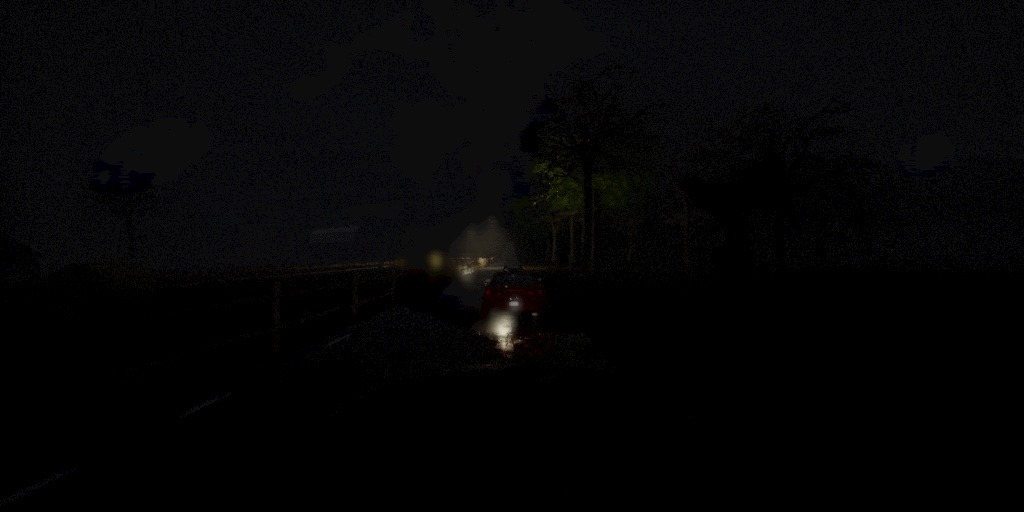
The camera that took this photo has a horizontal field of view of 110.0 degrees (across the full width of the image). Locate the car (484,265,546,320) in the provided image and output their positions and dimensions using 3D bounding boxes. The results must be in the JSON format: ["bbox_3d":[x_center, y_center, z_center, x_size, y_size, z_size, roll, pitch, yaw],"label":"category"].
[{"bbox_3d":[0.101,1.235,12.634,1.882,1.535,5.008,0,0,0],"label":"car"}]
